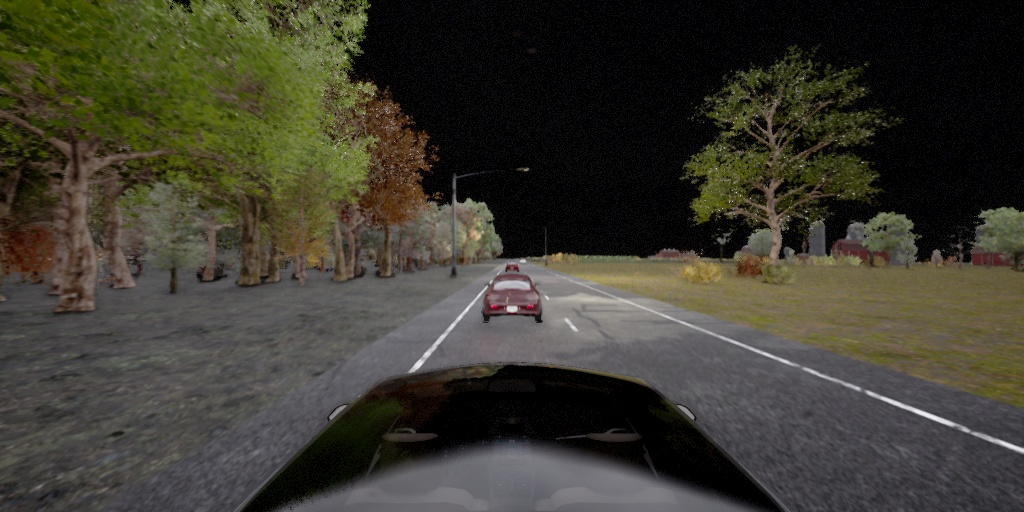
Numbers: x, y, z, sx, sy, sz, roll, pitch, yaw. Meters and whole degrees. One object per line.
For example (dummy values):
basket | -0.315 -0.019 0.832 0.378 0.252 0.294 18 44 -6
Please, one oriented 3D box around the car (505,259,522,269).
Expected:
car | 0.033 1.528 51.579 1.882 1.535 5.008 0 -1 0

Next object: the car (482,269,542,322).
car | 0.006 1.342 12.436 1.812 1.442 4.674 0 0 0
